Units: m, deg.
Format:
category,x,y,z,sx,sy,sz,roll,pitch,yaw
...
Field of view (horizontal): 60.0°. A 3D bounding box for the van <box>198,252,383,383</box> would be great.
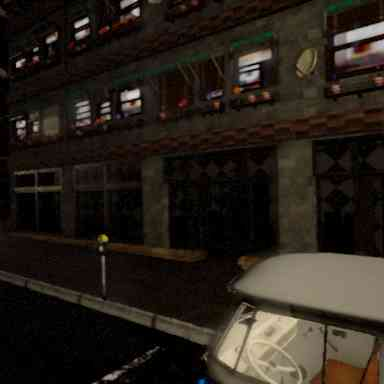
category,x,y,z,sx,sy,sz,roll,pitch,yaw
van,1.835,1.341,1.587,3.998,1.788,1.690,0,-1,36
